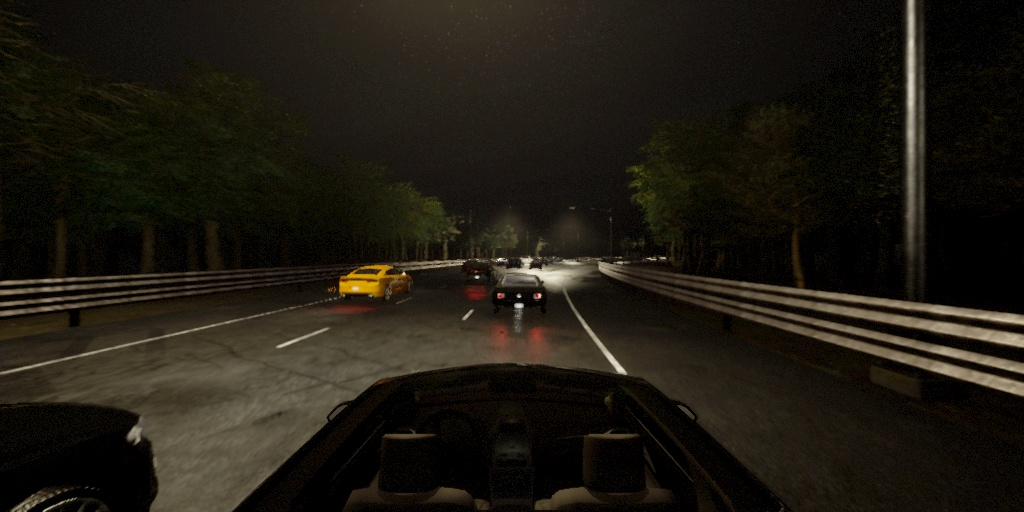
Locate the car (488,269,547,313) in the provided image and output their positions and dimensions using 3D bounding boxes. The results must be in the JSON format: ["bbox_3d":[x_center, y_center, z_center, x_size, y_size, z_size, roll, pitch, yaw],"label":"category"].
[{"bbox_3d":[0.325,1.360,14.108,1.895,1.301,4.718,0,0,2],"label":"car"}]

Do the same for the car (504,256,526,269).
[{"bbox_3d":[0.495,1.107,55.821,2.097,1.767,4.553,0,0,8],"label":"car"}]

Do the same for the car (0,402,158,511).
[{"bbox_3d":[-3.372,1.237,0.432,2.128,1.511,4.902,0,0,0],"label":"car"}]

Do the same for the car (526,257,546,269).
[{"bbox_3d":[3.701,1.304,54.285,2.033,1.411,5.357,0,0,8],"label":"car"}]

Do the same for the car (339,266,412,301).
[{"bbox_3d":[-6.460,1.230,17.572,1.882,1.535,5.008,0,0,3],"label":"car"}]

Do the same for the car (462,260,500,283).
[{"bbox_3d":[-2.321,1.271,28.038,1.837,1.490,4.892,0,-1,4],"label":"car"}]
